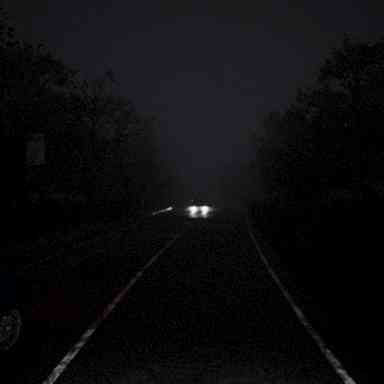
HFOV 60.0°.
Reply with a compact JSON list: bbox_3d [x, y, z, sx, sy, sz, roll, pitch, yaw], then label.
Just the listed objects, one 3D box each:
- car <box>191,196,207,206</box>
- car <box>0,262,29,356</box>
[{"bbox_3d":[0.962,1.151,44.238,1.895,1.301,4.718,0,1,5],"label":"car"},{"bbox_3d":[-3.434,1.501,3.295,1.812,1.442,4.674,0,0,2],"label":"car"}]
